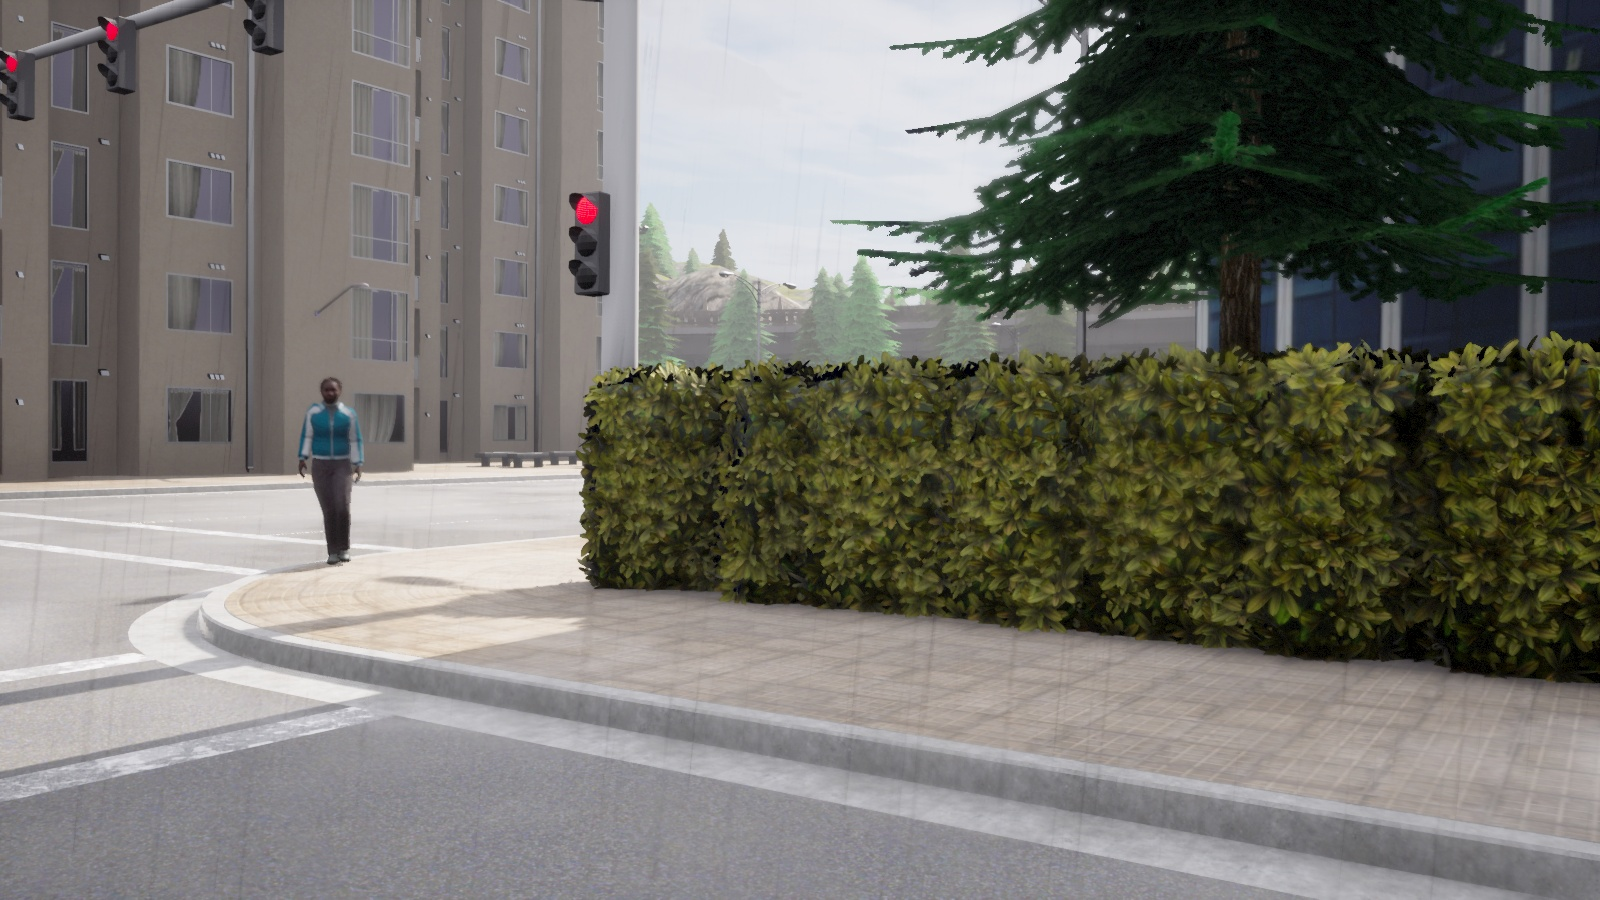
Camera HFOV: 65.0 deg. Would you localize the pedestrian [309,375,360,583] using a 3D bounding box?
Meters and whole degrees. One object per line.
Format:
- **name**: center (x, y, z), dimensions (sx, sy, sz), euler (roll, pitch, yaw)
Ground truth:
- **pedestrian**: center (-4.467, 0.264, 12.075), dimensions (0.396, 1.930, 0.692), euler (-1, 1, -17)
